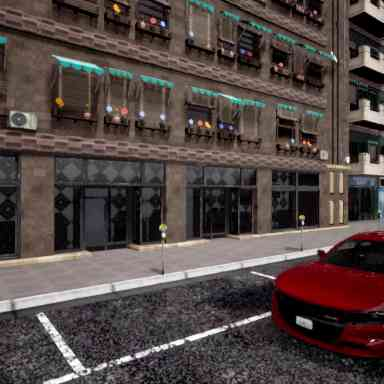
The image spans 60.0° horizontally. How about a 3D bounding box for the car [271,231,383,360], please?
[{"bbox_3d":[3.532,1.478,5.918,5.008,1.535,1.882,0,0,-36],"label":"car"}]
